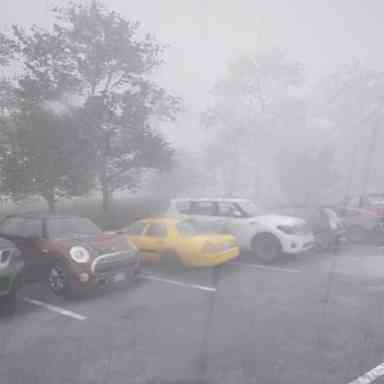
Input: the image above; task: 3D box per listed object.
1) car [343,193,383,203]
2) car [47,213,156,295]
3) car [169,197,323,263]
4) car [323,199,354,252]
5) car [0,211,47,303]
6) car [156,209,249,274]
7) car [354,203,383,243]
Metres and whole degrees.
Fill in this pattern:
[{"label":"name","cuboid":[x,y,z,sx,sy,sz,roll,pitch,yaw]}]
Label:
[{"label":"car","cuboid":[8.771,1.104,17.212,5.566,2.045,2.435,-1,0,36]},{"label":"car","cuboid":[-3.467,1.362,8.776,4.553,1.767,2.185,-1,-1,35]},{"label":"car","cuboid":[1.458,1.213,12.152,5.566,2.045,2.435,-1,-1,35]},{"label":"car","cuboid":[3.907,1.312,13.834,4.553,1.767,2.185,-1,0,35]},{"label":"car","cuboid":[-5.841,1.236,7.031,5.566,2.045,2.435,-1,-1,34]},{"label":"car","cuboid":[-1.168,1.481,10.563,5.366,1.575,1.946,-1,0,35]},{"label":"car","cuboid":[6.315,1.432,15.543,4.792,1.488,2.163,-1,0,36]}]
